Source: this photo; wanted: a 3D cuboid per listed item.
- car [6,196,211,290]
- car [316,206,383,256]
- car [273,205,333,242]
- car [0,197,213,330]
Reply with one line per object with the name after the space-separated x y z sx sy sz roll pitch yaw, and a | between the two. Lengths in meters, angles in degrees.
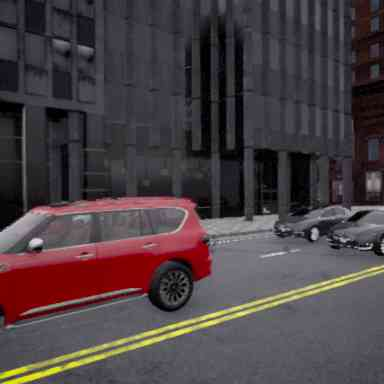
-2.299 1.192 10.017 5.566 2.045 2.150 0 0 -35 | car
7.133 1.401 12.706 4.892 1.490 1.837 0 0 -35 | car
5.926 1.394 15.770 4.892 1.490 1.837 -1 0 -35 | car
-2.179 1.205 6.113 5.566 2.045 2.150 -1 1 -35 | car
